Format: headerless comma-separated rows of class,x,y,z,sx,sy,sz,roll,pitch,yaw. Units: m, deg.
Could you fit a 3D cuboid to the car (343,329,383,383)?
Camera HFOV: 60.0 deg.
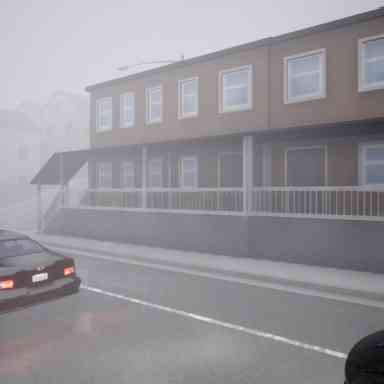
car,3.417,1.478,1.551,5.008,1.535,1.882,0,0,35

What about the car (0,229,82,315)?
car,-4.709,1.547,7.320,5.357,1.411,2.033,0,0,36
